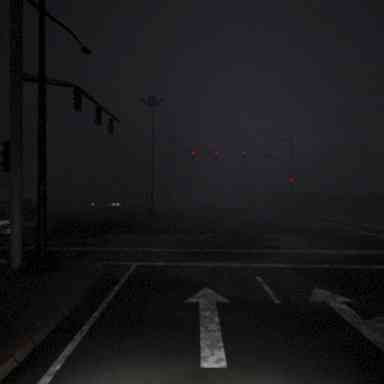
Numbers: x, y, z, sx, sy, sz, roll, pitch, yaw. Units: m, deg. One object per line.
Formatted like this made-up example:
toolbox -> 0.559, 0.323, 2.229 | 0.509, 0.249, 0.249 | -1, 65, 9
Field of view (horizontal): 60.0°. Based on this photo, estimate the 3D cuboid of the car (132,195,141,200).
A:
car -> -14.871, 1.515, 89.011 | 1.812, 1.442, 4.674 | 0, 0, 0

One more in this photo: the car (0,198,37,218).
car -> -15.018, 1.308, 28.090 | 2.097, 1.767, 4.553 | 0, 0, 0

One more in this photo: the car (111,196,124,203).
car -> -15.001, 1.518, 67.469 | 2.128, 1.511, 4.902 | 0, 0, 0
